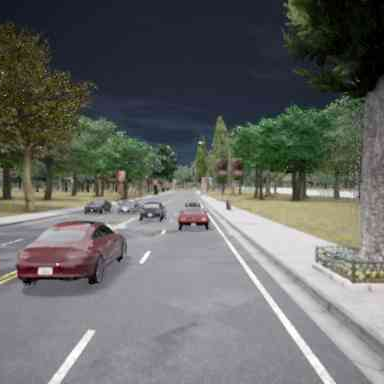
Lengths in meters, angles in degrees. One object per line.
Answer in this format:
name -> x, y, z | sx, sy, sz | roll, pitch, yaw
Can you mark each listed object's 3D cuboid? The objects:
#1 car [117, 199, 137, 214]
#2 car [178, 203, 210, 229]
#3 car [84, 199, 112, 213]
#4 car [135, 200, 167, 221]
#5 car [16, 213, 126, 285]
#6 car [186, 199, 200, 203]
car -> -6.493, 1.526, 34.796 | 2.128, 1.511, 4.902 | 0, 0, 0
car -> 0.105, 1.619, 21.719 | 1.895, 1.301, 4.718 | 0, 0, 0
car -> -9.742, 1.499, 34.796 | 1.882, 1.535, 5.008 | 0, 0, 0
car -> -3.130, 1.538, 27.162 | 1.812, 1.442, 4.674 | 0, 0, 0
car -> -3.148, 1.538, 9.441 | 1.812, 1.442, 4.674 | 0, 0, 0
car -> 0.110, 1.566, 42.340 | 1.895, 1.301, 4.718 | 0, 0, 0
